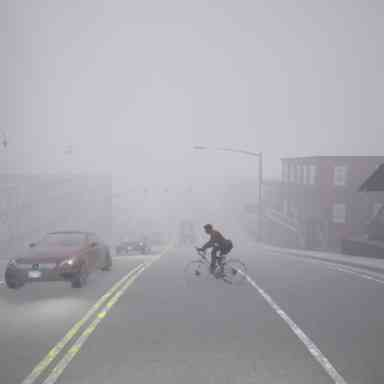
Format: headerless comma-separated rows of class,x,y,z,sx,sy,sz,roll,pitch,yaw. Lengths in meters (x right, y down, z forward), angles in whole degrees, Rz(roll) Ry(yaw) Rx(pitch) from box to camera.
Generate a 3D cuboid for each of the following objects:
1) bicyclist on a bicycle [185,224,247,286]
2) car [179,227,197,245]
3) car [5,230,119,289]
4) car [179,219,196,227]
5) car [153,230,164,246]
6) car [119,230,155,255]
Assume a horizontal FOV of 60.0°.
bicyclist on a bicycle,0.612,1.676,8.842,1.656,1.620,0.582,-2,-4,0
car,-0.468,5.038,37.253,1.837,1.490,4.892,0,-4,-1
car,-3.735,1.901,10.168,1.812,1.442,4.674,0,-6,-1
car,-0.658,4.931,47.581,2.150,2.045,5.566,0,1,0
car,-4.107,5.002,36.299,1.837,1.490,4.892,0,-3,-1
car,-3.915,3.528,22.931,1.812,1.442,4.674,0,-8,-1
